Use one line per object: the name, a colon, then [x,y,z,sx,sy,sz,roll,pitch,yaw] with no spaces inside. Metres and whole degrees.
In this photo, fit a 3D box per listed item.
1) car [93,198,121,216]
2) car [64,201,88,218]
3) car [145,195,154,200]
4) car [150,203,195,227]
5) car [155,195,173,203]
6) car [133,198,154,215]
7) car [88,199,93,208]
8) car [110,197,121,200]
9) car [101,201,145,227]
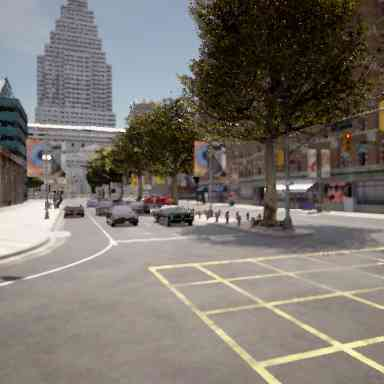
car: [-8.989,1.701,34.873,1.837,1.490,4.892,0,1,-20]
car: [-11.634,1.802,32.937,1.895,1.301,4.718,0,0,-20]
car: [-7.887,1.540,65.464,2.150,2.045,5.566,0,0,-20]
car: [-1.385,1.713,24.339,1.895,1.301,4.718,0,0,-20]
car: [-4.289,1.481,55.685,2.150,2.045,5.566,0,0,-20]
car: [-6.005,1.739,36.896,2.033,1.411,5.357,0,0,-20]
car: [-16.167,1.850,54.630,1.812,1.442,4.674,0,0,-20]
car: [-13.336,1.668,57.103,2.097,1.767,4.553,0,0,-20]
car: [-5.272,1.684,24.764,2.033,1.411,5.357,0,0,-20]
